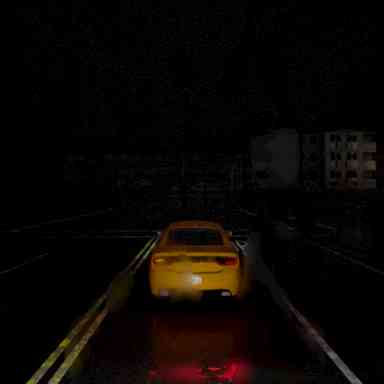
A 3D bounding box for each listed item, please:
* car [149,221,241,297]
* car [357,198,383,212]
[{"bbox_3d":[0.074,1.476,8.613,1.882,1.535,5.008,0,0,0],"label":"car"},{"bbox_3d":[21.465,1.499,37.996,4.892,1.490,1.837,0,0,2],"label":"car"}]
